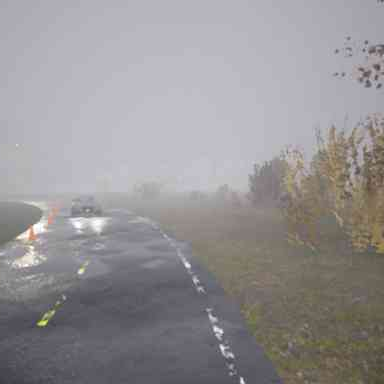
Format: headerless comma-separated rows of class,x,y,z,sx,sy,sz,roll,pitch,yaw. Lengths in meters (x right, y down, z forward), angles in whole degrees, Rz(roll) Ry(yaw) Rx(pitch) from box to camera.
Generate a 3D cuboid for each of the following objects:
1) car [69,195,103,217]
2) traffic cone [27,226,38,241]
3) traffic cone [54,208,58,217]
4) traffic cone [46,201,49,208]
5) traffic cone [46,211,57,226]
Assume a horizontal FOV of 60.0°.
car,-7.421,0.935,23.123,1.994,1.385,4.181,0,1,-23
traffic cone,-6.194,1.592,12.870,0.340,0.580,0.340,0,2,-13
traffic cone,-9.078,1.346,22.055,0.340,0.580,0.340,0,2,-22
traffic cone,-13.274,1.130,30.720,0.340,0.580,0.340,0,1,-30
traffic cone,-7.467,1.466,17.516,0.340,0.580,0.340,0,2,-17
